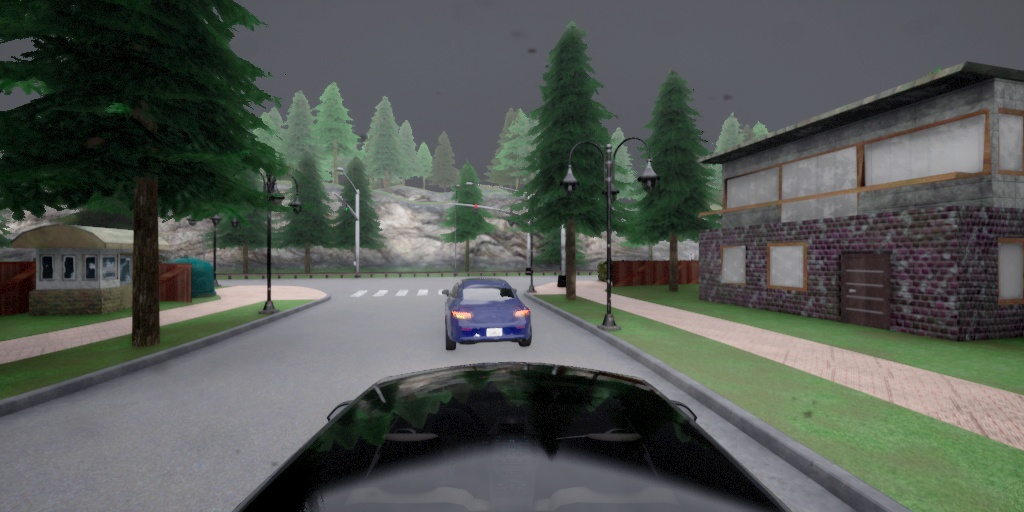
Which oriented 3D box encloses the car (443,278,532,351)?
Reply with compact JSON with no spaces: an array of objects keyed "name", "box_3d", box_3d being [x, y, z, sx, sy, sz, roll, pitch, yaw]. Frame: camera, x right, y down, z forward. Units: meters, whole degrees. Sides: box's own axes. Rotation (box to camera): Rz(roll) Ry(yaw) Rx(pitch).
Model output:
[{"name":"car","box_3d":[-0.756,1.274,9.025,1.812,1.442,4.674,0,0,-11]}]
